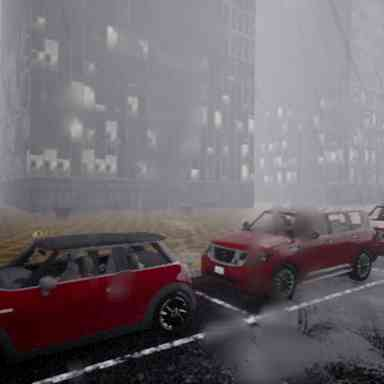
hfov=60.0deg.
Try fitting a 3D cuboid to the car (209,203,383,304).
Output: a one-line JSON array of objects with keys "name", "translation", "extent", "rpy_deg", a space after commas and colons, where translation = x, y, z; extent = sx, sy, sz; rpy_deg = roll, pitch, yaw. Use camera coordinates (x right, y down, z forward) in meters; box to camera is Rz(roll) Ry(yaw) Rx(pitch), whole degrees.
[{"name": "car", "translation": [2.644, 1.297, 8.307], "extent": [5.009, 1.841, 2.192], "rpy_deg": [0, 1, -34]}]

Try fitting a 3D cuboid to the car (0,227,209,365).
[{"name": "car", "translation": [-2.013, 1.417, 5.115], "extent": [4.097, 1.590, 1.967], "rpy_deg": [0, 1, -34]}]
